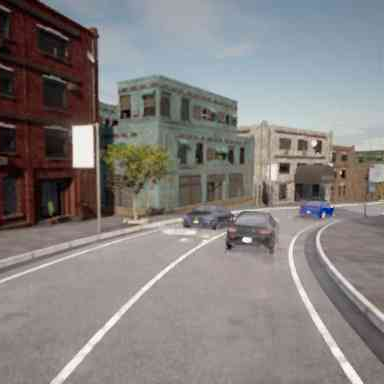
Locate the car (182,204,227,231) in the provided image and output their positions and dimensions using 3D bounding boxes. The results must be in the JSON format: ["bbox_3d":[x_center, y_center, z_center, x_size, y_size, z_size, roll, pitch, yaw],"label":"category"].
[{"bbox_3d":[1.041,1.428,19.979,1.994,1.385,4.181,2,1,24],"label":"car"}]

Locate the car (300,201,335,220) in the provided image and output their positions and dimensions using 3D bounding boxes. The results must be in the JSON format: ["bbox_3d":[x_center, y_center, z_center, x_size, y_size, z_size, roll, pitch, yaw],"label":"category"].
[{"bbox_3d":[11.299,1.543,29.752,1.882,1.535,5.008,4,2,38],"label":"car"}]

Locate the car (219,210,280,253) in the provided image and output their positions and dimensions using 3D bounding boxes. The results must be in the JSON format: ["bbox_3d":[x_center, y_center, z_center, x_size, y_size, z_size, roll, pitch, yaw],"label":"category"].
[{"bbox_3d":[2.619,1.522,13.882,1.812,1.442,4.674,2,0,17],"label":"car"}]
